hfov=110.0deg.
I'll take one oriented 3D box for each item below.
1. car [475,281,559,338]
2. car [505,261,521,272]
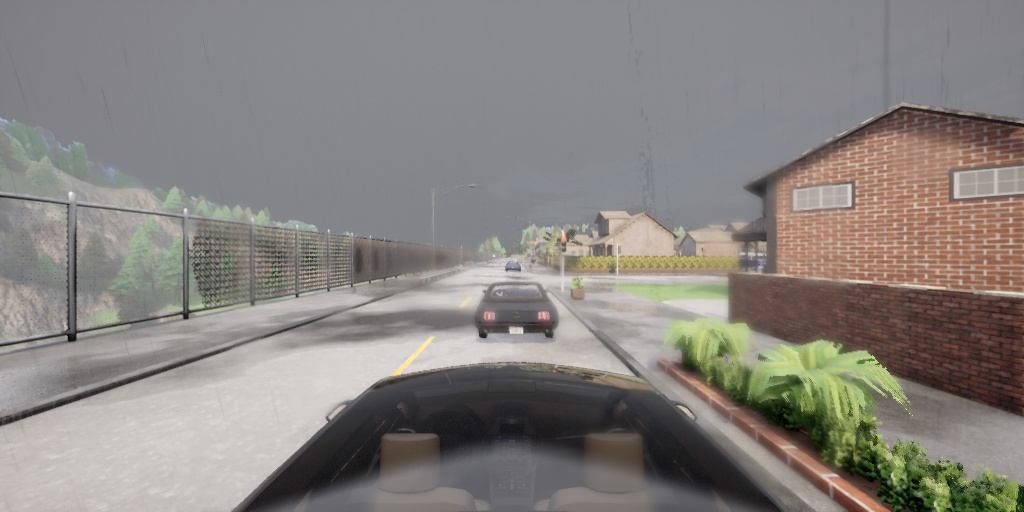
[{"bbox_3d":[0.107,1.347,10.105,1.895,1.301,4.718,0,0,0],"label":"car"},{"bbox_3d":[0.147,1.293,46.378,1.994,1.385,4.181,0,0,0],"label":"car"}]
